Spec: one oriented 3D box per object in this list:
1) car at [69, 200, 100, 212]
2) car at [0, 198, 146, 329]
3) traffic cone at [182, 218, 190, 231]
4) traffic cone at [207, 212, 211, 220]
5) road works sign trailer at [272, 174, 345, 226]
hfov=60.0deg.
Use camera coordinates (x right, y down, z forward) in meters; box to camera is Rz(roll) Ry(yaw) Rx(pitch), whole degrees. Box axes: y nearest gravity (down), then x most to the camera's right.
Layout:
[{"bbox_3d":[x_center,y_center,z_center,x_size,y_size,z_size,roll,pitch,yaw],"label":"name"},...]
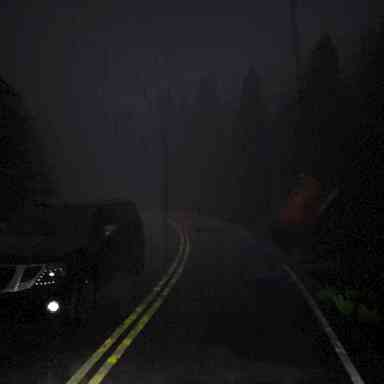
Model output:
[{"bbox_3d":[-14.249,1.799,43.819,2.033,1.411,5.357,-5,2,-39],"label":"car"},{"bbox_3d":[-2.583,1.179,7.316,2.150,2.045,5.566,1,0,6],"label":"car"},{"bbox_3d":[-0.289,1.883,18.732,0.340,0.580,0.340,-1,1,-4],"label":"traffic cone"},{"bbox_3d":[1.255,1.801,24.855,0.340,0.580,0.340,-1,1,-4],"label":"traffic cone"},{"bbox_3d":[5.318,0.917,14.029,2.880,2.380,3.560,39,8,7],"label":"road works sign trailer"}]
